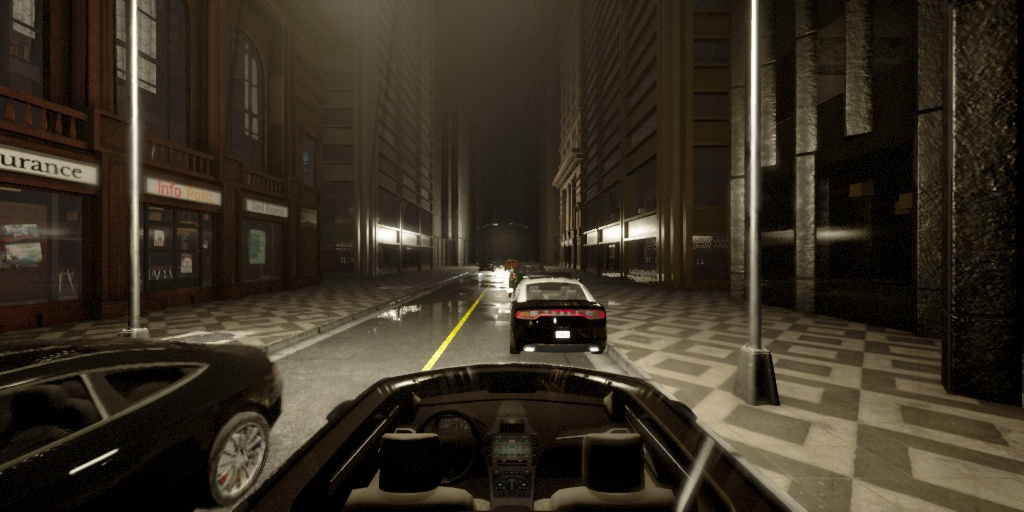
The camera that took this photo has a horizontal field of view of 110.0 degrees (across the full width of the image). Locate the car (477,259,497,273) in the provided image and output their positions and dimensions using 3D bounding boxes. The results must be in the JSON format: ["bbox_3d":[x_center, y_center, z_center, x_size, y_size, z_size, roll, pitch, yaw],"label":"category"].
[{"bbox_3d":[-3.169,1.301,44.870,1.837,1.490,4.892,0,0,0],"label":"car"}]

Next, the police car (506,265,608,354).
[{"bbox_3d":[0.889,1.178,8.891,1.930,1.638,5.238,0,0,0],"label":"police car"}]

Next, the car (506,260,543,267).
[{"bbox_3d":[0.872,1.111,18.752,2.097,1.767,4.553,0,0,0],"label":"car"}]

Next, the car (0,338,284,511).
[{"bbox_3d":[-3.100,1.276,1.648,1.812,1.442,4.674,0,0,0],"label":"car"}]

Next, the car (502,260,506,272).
[{"bbox_3d":[-0.035,1.281,48.219,1.882,1.535,5.008,0,0,0],"label":"car"}]
